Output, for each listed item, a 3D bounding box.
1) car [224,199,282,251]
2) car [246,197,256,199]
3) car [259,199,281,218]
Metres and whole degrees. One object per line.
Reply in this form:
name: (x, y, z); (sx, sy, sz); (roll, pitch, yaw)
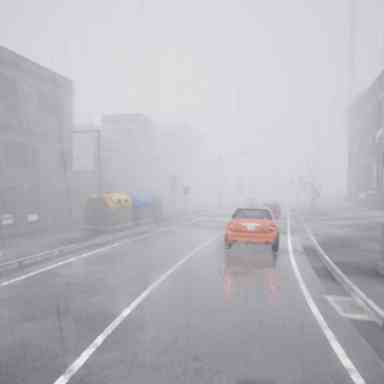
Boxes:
car: (2.742, 1.381, 14.673); (2.097, 1.767, 4.553); (1, 0, 14)
car: (8.615, 1.569, 49.072); (1.837, 1.490, 4.892); (1, 0, 16)
car: (7.739, 1.551, 32.741); (1.882, 1.535, 5.008); (1, 0, 16)
